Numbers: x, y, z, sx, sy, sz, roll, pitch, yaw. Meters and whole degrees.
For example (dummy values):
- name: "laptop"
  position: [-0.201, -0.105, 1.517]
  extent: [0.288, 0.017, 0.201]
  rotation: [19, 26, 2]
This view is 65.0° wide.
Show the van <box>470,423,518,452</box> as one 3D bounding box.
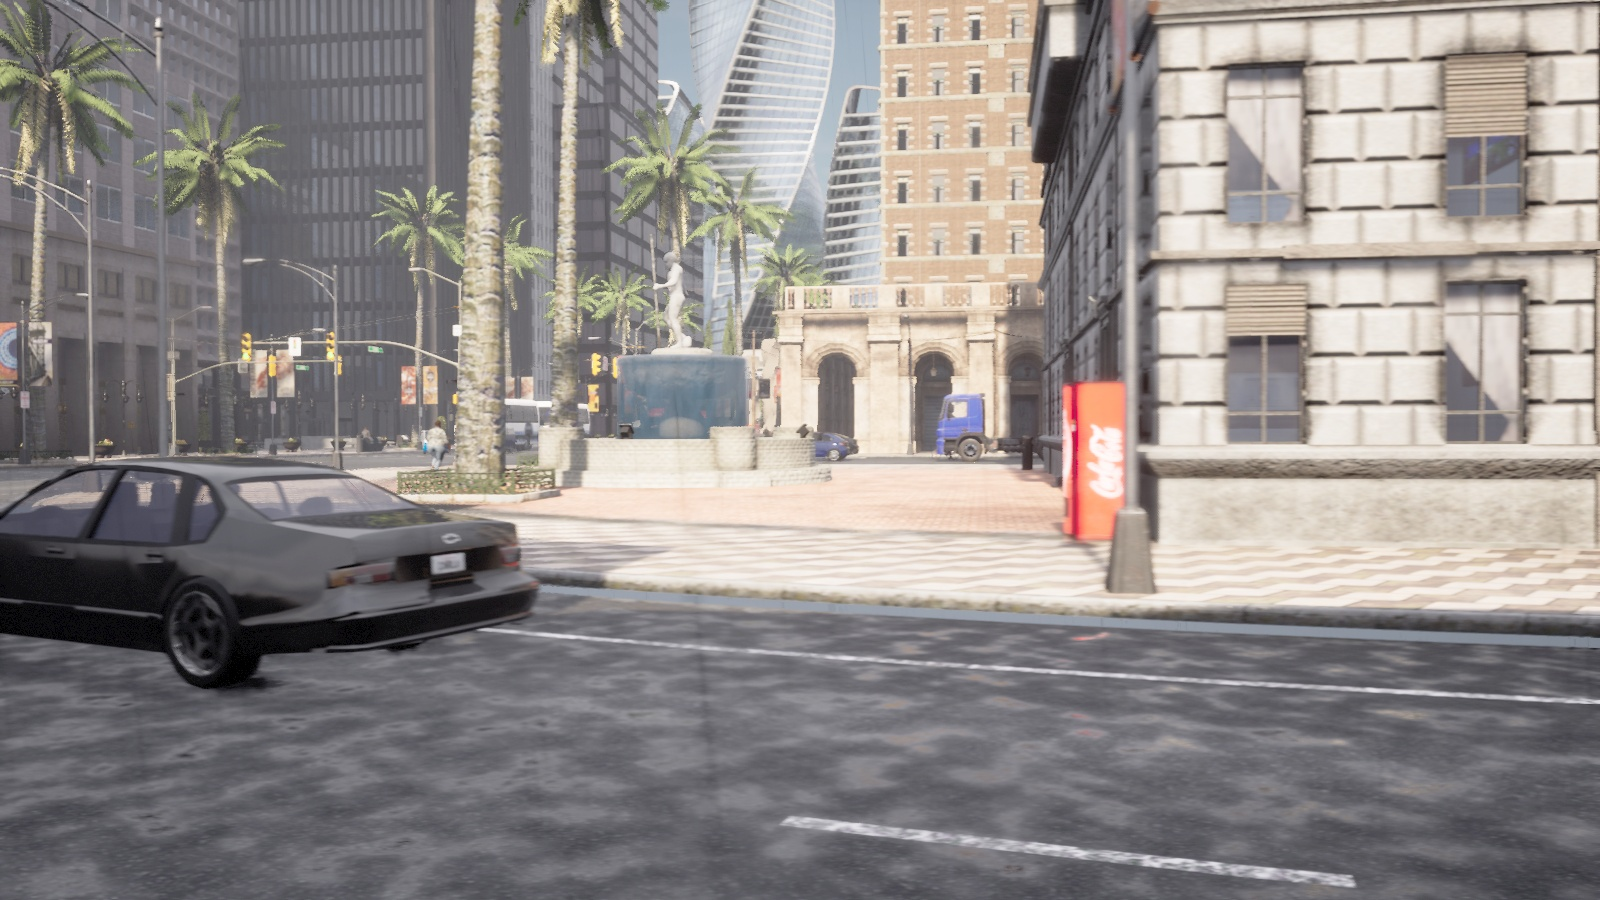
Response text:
- name: "van"
  position: [-21.855, -0.892, 89.793]
  extent: [1.775, 1.987, 4.442]
  rotation: [0, 1, 9]

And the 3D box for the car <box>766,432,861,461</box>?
- name: "car"
  position: [0.731, -0.209, 67.631]
  extent: [4.892, 1.490, 1.837]
  rotation: [0, 1, 9]

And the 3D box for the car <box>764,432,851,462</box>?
- name: "car"
  position: [0.407, -0.147, 64.123]
  extent: [4.193, 1.474, 1.816]
  rotation: [0, 1, 9]

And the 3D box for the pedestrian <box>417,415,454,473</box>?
- name: "pedestrian"
  position: [-11.986, -0.202, 41.328]
  extent: [0.874, 1.855, 0.900]
  rotation: [0, 1, 8]

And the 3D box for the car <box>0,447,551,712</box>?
- name: "car"
  position: [-4.584, 0.715, 9.128]
  extent: [5.357, 1.411, 2.033]
  rotation: [1, 1, 28]

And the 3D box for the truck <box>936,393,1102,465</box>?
- name: "truck"
  position: [10.827, -1.076, 62.483]
  extent: [7.936, 3.462, 2.891]
  rotation: [0, 1, 9]
